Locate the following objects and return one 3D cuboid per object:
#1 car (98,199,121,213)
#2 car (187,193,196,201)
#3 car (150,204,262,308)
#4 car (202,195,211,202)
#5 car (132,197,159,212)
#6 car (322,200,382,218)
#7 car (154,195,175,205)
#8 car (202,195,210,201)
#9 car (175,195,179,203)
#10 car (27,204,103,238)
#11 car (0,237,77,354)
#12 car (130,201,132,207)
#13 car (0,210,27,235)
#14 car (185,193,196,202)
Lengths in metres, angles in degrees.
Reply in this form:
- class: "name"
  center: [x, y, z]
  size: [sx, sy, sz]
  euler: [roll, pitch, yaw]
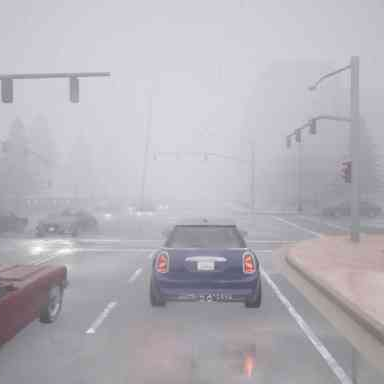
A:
- class: "car"
  center: [-9.360, 1.526, 37.132]
  size: [1.812, 1.442, 4.674]
  euler: [0, 0, 9]
- class: "car"
  center: [-0.058, 1.223, 82.510]
  size: [2.150, 2.045, 5.566]
  euler: [0, 0, 2]
- class: "car"
  center: [0.309, 1.352, 8.114]
  size: [2.097, 1.767, 4.553]
  euler: [0, 0, 2]
- class: "car"
  center: [3.107, 1.549, 73.642]
  size: [1.994, 1.385, 4.181]
  euler: [0, 0, 2]
- class: "car"
  center: [-5.186, 1.564, 37.926]
  size: [1.994, 1.385, 4.181]
  euler: [0, 0, -1]
- class: "car"
  center: [14.128, 1.505, 29.533]
  size: [4.892, 1.490, 1.837]
  euler: [0, 0, 4]
- class: "car"
  center: [-4.635, 1.491, 56.634]
  size: [2.128, 1.511, 4.902]
  euler: [0, 0, 2]
- class: "car"
  center: [3.439, 1.475, 82.346]
  size: [1.882, 1.535, 5.008]
  euler: [0, 0, 2]
- class: "car"
  center: [-3.949, 1.477, 72.303]
  size: [1.882, 1.535, 5.008]
  euler: [0, 0, 2]
- class: "car"
  center: [-6.531, 1.564, 17.662]
  size: [1.994, 1.385, 4.181]
  euler: [0, 0, 3]
- class: "car"
  center: [-3.305, 1.601, 4.241]
  size: [1.895, 1.301, 4.718]
  euler: [0, 0, 2]
- class: "car"
  center: [-8.337, 1.601, 51.578]
  size: [1.895, 1.301, 4.718]
  euler: [0, 0, 2]
- class: "car"
  center: [-10.114, 1.601, 16.367]
  size: [1.895, 1.301, 4.718]
  euler: [0, 0, 2]
- class: "car"
  center: [-0.429, 1.520, 72.779]
  size: [1.812, 1.442, 4.674]
  euler: [0, 0, 2]
